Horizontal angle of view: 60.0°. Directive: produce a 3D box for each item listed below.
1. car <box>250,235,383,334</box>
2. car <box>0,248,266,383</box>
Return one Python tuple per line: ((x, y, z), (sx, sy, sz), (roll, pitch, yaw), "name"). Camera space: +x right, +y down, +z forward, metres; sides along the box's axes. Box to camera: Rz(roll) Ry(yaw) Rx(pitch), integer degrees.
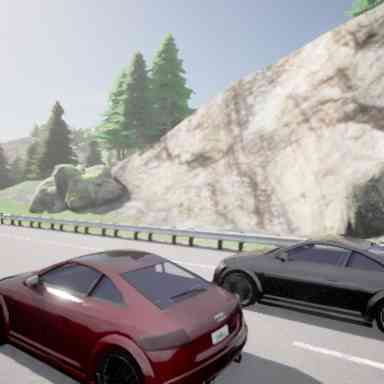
((2.484, 1.558, 6.475), (4.181, 1.385, 1.994), (0, 0, 36), "car")
((-1.312, 1.560, 4.892), (4.181, 1.385, 1.994), (0, 0, 36), "car")
